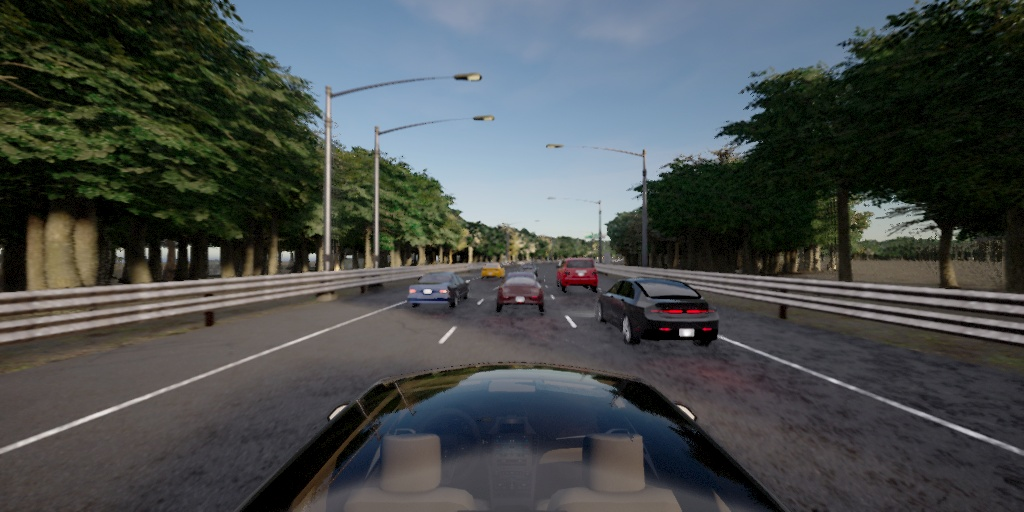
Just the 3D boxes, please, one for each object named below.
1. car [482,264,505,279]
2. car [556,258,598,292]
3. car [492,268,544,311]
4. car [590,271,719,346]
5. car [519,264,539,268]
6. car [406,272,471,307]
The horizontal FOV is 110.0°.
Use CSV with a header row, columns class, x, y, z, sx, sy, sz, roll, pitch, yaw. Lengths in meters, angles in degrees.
class,x,y,z,sx,sy,sz,roll,pitch,yaw
car,-1.850,1.533,36.466,1.882,1.535,5.008,0,0,5
car,4.101,1.170,23.167,2.150,2.045,5.566,0,-1,3
car,0.366,1.396,15.127,1.812,1.442,4.674,0,-1,2
car,3.601,1.332,9.704,1.837,1.490,4.892,0,-1,1
car,1.688,1.555,36.720,2.128,1.511,4.902,0,0,5
car,-3.115,1.422,16.154,2.033,1.411,5.357,0,-1,2
